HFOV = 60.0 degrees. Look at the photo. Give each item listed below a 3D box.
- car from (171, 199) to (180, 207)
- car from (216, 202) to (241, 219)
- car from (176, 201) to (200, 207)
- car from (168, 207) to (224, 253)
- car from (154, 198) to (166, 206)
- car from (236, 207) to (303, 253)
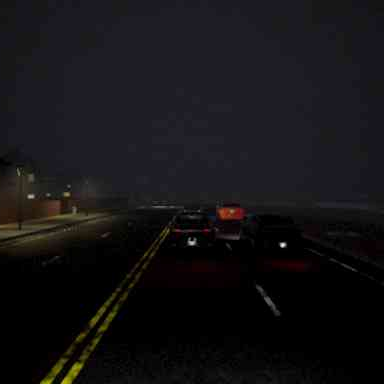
[{"bbox_3d":[-3.250,2.236,68.423,2.033,1.411,5.357,0,-1,0],"label":"car"},{"bbox_3d":[3.251,1.629,29.073,2.097,1.767,4.553,0,-1,0],"label":"car"},{"bbox_3d":[0.002,1.774,29.300,2.128,1.511,4.902,0,0,0],"label":"car"},{"bbox_3d":[0.003,1.628,14.298,2.128,1.511,4.902,0,0,0],"label":"car"},{"bbox_3d":[-6.500,2.040,68.431,2.097,1.767,4.553,0,-1,0],"label":"car"},{"bbox_3d":[3.253,1.643,14.308,1.837,1.490,4.892,0,0,0],"label":"car"}]
